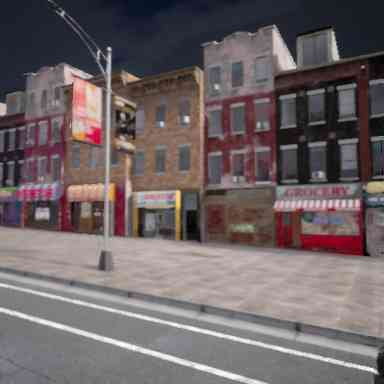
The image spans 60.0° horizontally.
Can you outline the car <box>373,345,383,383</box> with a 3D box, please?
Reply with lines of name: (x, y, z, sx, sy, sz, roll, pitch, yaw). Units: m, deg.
car: (3.993, 1.722, 2.114, 5.008, 1.535, 1.882, 0, -3, 28)
